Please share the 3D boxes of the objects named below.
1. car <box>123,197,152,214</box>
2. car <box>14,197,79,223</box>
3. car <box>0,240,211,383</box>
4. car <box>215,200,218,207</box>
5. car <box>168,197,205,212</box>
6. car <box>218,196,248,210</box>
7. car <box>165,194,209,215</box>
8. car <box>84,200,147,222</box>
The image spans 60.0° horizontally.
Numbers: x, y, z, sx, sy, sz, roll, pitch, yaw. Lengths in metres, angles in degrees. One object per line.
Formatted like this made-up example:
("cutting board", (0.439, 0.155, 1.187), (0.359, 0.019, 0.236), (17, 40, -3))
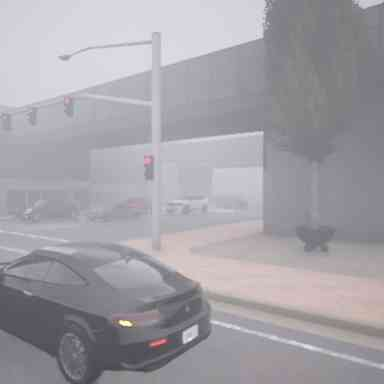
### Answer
("car", (-5.962, 1.316, 32.558), (2.097, 1.767, 4.553), (0, 0, 36))
("car", (-11.051, 1.317, 25.492), (2.097, 1.767, 4.553), (0, 0, 36))
("car", (-1.898, 1.519, 5.295), (4.674, 1.442, 1.812), (0, 0, 35))
("car", (5.201, 1.316, 48.013), (2.097, 1.767, 4.553), (0, 0, 36))
("car", (-0.555, 1.442, 40.060), (1.882, 1.535, 5.008), (0, 0, 36))
("car", (5.527, 1.533, 42.498), (1.994, 1.385, 4.181), (0, 0, 36))
("car", (-0.394, 1.191, 34.302), (2.150, 2.045, 5.566), (0, 0, 35))
("car", (-6.104, 1.571, 26.374), (1.895, 1.301, 4.718), (0, 0, 36))
